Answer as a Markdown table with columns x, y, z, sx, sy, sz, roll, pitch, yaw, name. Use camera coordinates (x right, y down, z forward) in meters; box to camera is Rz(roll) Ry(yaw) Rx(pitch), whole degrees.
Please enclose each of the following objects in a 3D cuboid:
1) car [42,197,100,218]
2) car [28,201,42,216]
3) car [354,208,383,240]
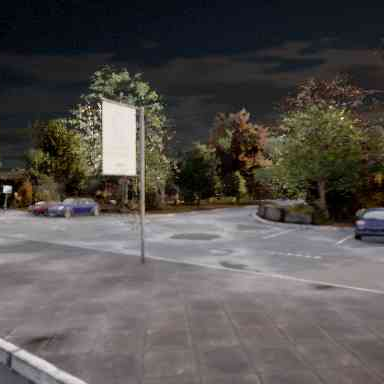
| x | y | z | sx | sy | sz | roll | pitch | yaw | name |
| --- | --- | --- | --- | --- | --- | --- | --- | --- | --- |
| -10.679 | 1.348 | 30.224 | 2.185 | 1.767 | 4.553 | 0 | 0 | 35 | car |
| -13.300 | 1.519 | 32.007 | 2.002 | 1.452 | 4.674 | 0 | 0 | 35 | car |
| 9.104 | 1.492 | 16.051 | 2.002 | 1.452 | 4.674 | 0 | 0 | 36 | car |
